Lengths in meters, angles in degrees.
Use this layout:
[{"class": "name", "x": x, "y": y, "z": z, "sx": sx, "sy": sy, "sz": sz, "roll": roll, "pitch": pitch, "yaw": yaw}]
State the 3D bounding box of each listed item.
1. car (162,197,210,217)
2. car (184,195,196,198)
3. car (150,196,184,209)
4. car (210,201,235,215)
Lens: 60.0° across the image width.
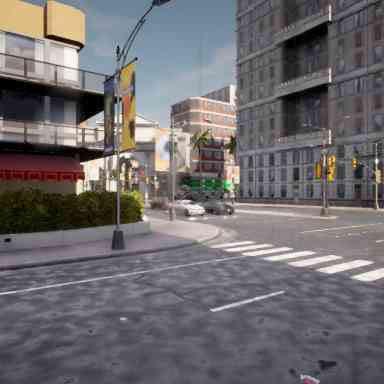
[{"class": "car", "x": -0.648, "y": 1.526, "z": 32.105, "sx": 1.812, "sy": 1.442, "sz": 4.674, "roll": 0, "pitch": 0, "yaw": -35}, {"class": "car", "x": -1.244, "y": 1.500, "z": 78.533, "sx": 4.892, "sy": 1.490, "sz": 1.837, "roll": 0, "pitch": 0, "yaw": -35}, {"class": "car", "x": -3.444, "y": 1.352, "z": 42.198, "sx": 2.097, "sy": 1.767, "sz": 4.553, "roll": 0, "pitch": 0, "yaw": -35}, {"class": "car", "x": 2.423, "y": 1.564, "z": 33.825, "sx": 1.994, "sy": 1.385, "sz": 4.181, "roll": 0, "pitch": 0, "yaw": -35}]
